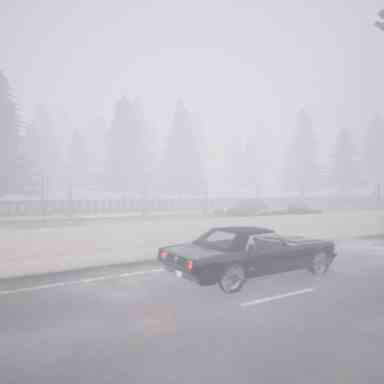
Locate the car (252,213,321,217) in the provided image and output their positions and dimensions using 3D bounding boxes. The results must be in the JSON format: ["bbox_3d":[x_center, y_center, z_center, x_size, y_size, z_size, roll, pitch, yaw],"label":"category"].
[{"bbox_3d":[6.824,1.519,23.656,4.718,1.301,1.895,0,0,-26],"label":"car"}]

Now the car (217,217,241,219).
[{"bbox_3d":[3.824,1.268,26.067,4.553,1.767,2.097,0,0,-27],"label":"car"}]

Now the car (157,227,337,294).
[{"bbox_3d":[1.597,1.572,8.698,4.718,1.301,1.895,0,0,-31],"label":"car"}]
